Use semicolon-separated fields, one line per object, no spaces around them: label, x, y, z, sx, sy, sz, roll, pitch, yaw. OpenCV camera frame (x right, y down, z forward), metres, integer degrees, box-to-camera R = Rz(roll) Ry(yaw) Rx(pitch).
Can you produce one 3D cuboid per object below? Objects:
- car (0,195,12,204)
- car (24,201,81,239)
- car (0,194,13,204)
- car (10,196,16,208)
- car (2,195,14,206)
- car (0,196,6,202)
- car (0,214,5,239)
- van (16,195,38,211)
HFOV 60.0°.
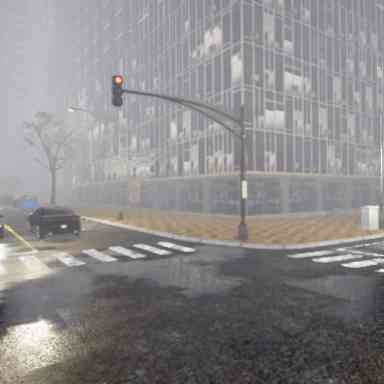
car;-36.130;1.434;64.333;1.967;1.590;4.097;0;0;-34
car;-7.354;1.462;17.573;1.882;1.535;5.008;0;0;-34
car;-32.924;1.308;59.640;2.192;1.841;5.009;0;0;-34
car;-23.308;1.571;45.558;1.802;1.307;4.206;0;0;-34
car;-29.719;1.574;54.946;1.802;1.307;4.206;0;0;-34
car;-42.540;1.547;73.720;2.008;1.369;4.403;0;0;-34
car;-10.552;1.530;16.599;1.812;1.442;4.674;0;0;-34
van;-20.102;1.327;40.865;1.690;1.788;3.998;0;0;-34
